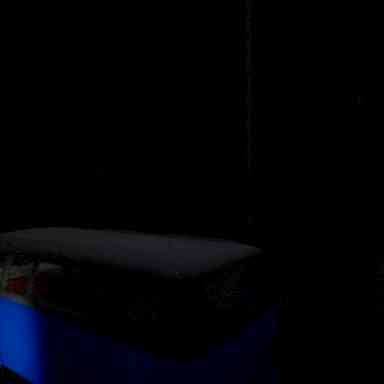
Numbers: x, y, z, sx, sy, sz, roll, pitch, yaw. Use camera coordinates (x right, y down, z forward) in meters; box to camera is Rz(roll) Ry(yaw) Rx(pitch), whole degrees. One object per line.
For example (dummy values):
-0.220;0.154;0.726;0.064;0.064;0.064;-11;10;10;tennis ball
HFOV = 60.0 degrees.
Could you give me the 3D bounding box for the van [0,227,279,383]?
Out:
-1.052;1.369;3.826;3.998;1.788;1.690;-1;0;36;van
